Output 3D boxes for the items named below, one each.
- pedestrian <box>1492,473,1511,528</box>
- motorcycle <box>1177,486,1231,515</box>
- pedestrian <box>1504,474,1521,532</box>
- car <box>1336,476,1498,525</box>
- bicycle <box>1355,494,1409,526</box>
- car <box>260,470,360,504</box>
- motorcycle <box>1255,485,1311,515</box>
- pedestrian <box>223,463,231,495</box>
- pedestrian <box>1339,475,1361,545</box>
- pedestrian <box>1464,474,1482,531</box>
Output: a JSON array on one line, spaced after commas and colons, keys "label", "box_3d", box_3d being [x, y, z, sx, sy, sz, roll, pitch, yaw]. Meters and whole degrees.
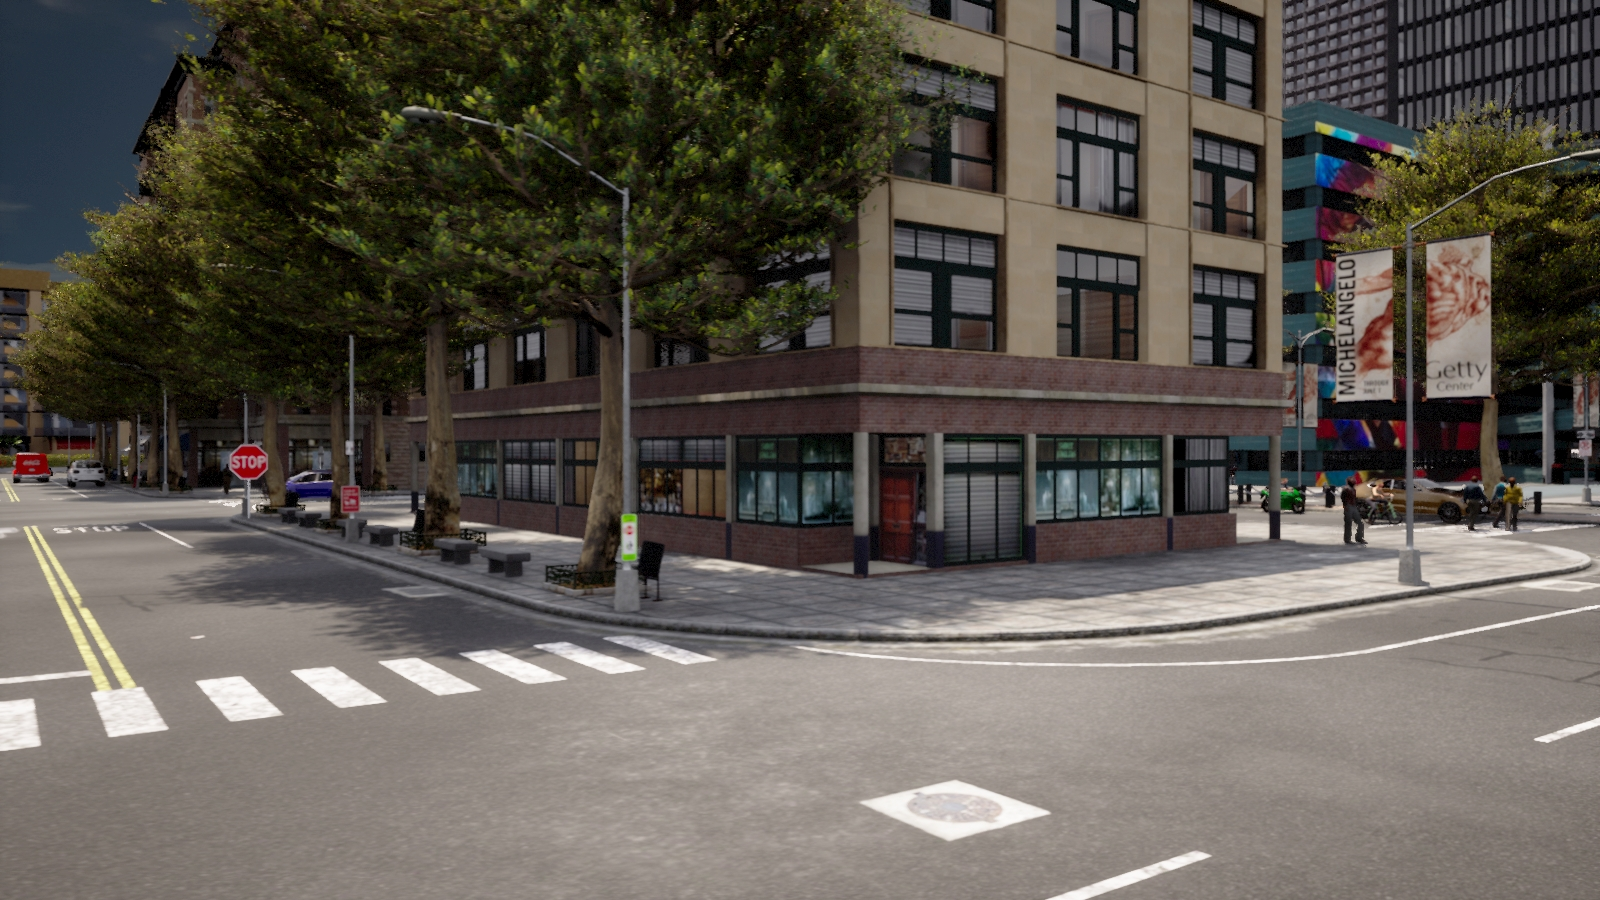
[{"label": "pedestrian", "box_3d": [23.954, 1.730, 39.012, 0.375, 1.860, 0.375, 0, 0, -14]}, {"label": "motorcycle", "box_3d": [16.771, 2.099, 47.462, 0.803, 1.145, 2.033, 0, -1, -33]}, {"label": "pedestrian", "box_3d": [23.234, 1.734, 37.250, 0.375, 1.860, 0.375, 0, 0, -43]}, {"label": "car", "box_3d": [23.472, 1.867, 43.665, 2.152, 1.651, 5.027, 0, 0, -36]}, {"label": "bicycle", "box_3d": [20.931, 2.141, 41.095, 0.859, 1.080, 1.487, 0, 0, -33]}, {"label": "car", "box_3d": [-26.238, 1.927, 61.167, 4.611, 1.667, 2.242, 0, 0, -33]}, {"label": "motorcycle", "box_3d": [20.318, 2.088, 48.120, 0.803, 1.145, 2.033, 0, 0, -35]}, {"label": "pedestrian", "box_3d": [-32.963, 1.663, 65.752, 0.375, 1.860, 0.375, 0, 0, -29]}, {"label": "pedestrian", "box_3d": [14.797, 1.611, 30.721, 0.375, 1.860, 0.375, 0, 0, -21]}, {"label": "pedestrian", "box_3d": [22.205, 1.736, 37.718, 0.375, 1.860, 0.375, 0, 0, -30]}]
